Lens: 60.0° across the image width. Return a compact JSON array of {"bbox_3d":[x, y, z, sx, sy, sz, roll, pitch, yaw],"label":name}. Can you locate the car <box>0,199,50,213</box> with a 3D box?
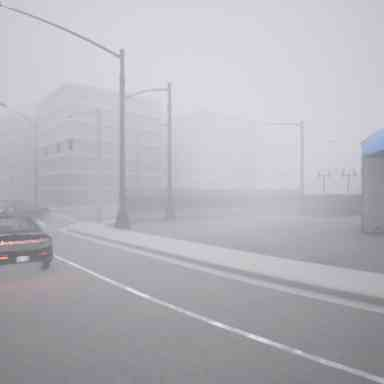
[{"bbox_3d":[-13.087,1.344,25.690,2.097,1.767,4.553,1,0,12],"label":"car"}]

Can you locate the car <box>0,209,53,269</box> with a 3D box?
[{"bbox_3d":[-5.848,1.494,10.304,2.128,1.511,4.902,0,0,-40],"label":"car"}]
